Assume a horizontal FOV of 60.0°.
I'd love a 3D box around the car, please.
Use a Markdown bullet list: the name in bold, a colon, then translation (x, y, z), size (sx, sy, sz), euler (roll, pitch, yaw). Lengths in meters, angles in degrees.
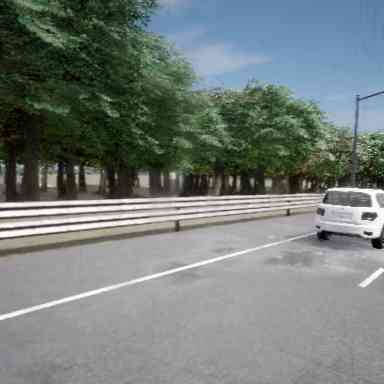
- **car**: translation (6.806, 0.875, 13.195), size (2.150, 2.045, 5.566), euler (5, 4, 41)
